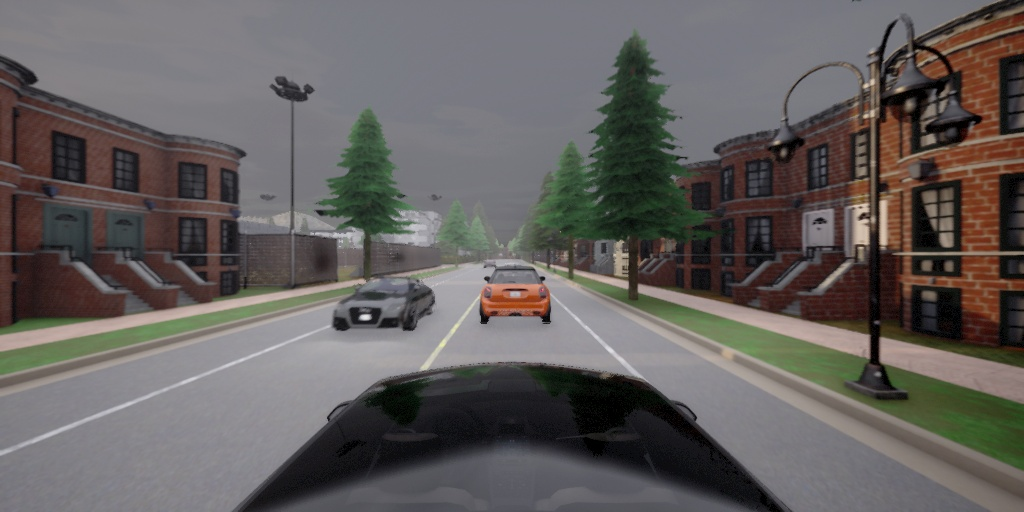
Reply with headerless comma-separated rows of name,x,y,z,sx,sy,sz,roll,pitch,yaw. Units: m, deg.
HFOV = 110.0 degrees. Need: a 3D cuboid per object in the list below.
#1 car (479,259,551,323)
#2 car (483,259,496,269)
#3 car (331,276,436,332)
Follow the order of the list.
car,0.097,1.101,12.242,2.097,1.767,4.553,0,0,0
car,-3.516,1.274,57.714,1.812,1.442,4.674,0,0,0
car,-3.600,1.313,10.780,1.994,1.385,4.181,0,0,0
